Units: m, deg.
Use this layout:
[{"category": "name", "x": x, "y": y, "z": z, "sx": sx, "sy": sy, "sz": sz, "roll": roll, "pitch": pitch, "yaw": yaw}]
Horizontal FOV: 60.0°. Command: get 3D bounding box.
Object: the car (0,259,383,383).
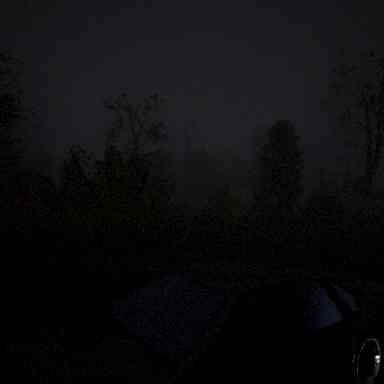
[{"category": "car", "x": 0.410, "y": 1.561, "z": 3.703, "sx": 5.357, "sy": 1.411, "sz": 2.033, "roll": 0, "pitch": 0, "yaw": -36}]
